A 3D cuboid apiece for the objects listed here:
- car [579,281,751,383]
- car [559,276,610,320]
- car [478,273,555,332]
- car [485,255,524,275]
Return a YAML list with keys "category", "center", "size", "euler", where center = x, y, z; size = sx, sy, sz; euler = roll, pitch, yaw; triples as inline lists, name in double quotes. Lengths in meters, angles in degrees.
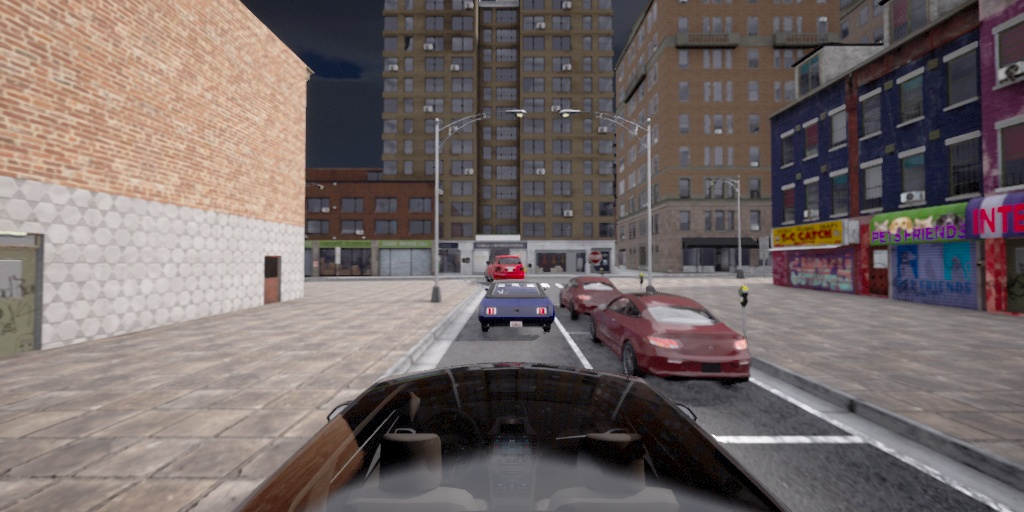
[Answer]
- category: "car"
  center: [2.638, 1.333, 6.834]
  size: [1.802, 1.307, 4.207]
  euler: [0, 0, 0]
- category: "car"
  center: [2.637, 1.336, 12.273]
  size: [1.802, 1.307, 4.207]
  euler: [0, 0, 0]
- category: "car"
  center: [0.105, 1.354, 10.842]
  size: [1.895, 1.301, 4.718]
  euler: [0, 0, 0]
- category: "car"
  center: [-0.604, 0.970, 25.880]
  size: [2.150, 2.045, 5.566]
  euler: [1, 1, -10]
